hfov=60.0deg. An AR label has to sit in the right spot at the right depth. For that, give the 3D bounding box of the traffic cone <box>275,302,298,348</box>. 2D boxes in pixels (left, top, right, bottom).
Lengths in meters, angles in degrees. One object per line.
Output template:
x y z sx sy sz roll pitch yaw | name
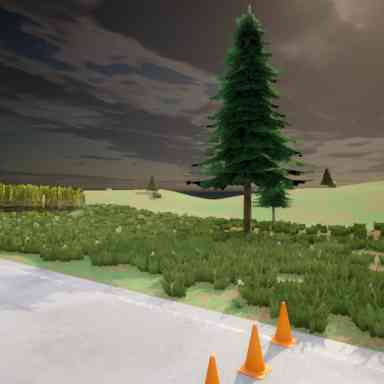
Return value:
1.378 1.955 5.007 0.340 0.580 0.340 0 0 36 | traffic cone

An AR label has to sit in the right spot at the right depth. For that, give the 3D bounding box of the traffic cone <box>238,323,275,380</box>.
0.793 1.955 4.196 0.340 0.580 0.340 0 0 36 | traffic cone

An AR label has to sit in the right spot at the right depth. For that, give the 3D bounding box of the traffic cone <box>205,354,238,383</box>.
0.209 1.955 3.385 0.340 0.580 0.340 0 0 36 | traffic cone
